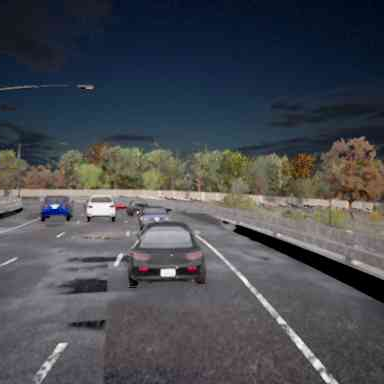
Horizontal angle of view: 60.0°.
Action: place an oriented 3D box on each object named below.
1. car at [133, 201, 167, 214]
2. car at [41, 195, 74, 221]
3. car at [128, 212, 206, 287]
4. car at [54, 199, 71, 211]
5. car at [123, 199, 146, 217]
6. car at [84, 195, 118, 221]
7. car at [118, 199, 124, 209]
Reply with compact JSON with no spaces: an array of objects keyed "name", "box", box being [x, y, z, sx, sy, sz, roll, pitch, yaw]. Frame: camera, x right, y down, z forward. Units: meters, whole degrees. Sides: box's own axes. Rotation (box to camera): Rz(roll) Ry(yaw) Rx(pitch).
[{"name":"car","box":[-2.434,1.562,20.985,2.033,1.411,5.357,0,0,-11]},{"name":"car","box":[-11.043,1.250,27.478,2.150,2.045,5.566,0,0,-17]},{"name":"car","box":[-0.710,1.532,9.288,1.812,1.442,4.674,0,0,-5]},{"name":"car","box":[-16.577,1.642,42.455,1.895,1.301,4.718,0,0,-24]},{"name":"car","box":[-5.225,1.524,32.212,1.837,1.490,4.892,0,-1,-17]},{"name":"car","box":[-7.496,1.248,27.585,2.150,2.045,5.566,0,0,-15]},{"name":"car","box":[-9.392,1.598,43.505,1.994,1.385,4.181,0,0,-22]}]
